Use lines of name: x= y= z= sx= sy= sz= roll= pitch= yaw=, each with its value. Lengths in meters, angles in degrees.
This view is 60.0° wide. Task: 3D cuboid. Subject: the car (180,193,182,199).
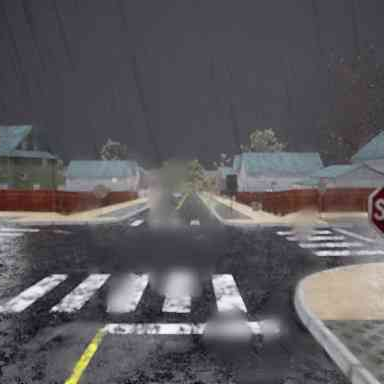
car: x=-2.877 y=0.546 z=60.790 sx=1.812 sy=1.442 sz=4.674 roll=0 pitch=1 yaw=0

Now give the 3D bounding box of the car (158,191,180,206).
car: x=-2.913 y=0.883 z=39.716 sx=2.033 sy=1.411 sz=5.357 roll=0 pitch=1 yaw=0
